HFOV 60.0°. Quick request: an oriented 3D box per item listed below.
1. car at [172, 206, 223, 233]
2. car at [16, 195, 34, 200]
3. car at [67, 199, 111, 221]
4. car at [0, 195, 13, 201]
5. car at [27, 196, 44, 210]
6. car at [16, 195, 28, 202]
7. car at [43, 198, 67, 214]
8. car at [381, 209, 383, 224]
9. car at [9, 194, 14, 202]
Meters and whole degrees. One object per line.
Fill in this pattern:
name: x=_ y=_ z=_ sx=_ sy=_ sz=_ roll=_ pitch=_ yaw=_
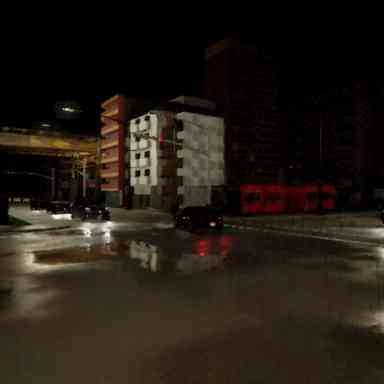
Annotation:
car: x=0.283 y=1.558 z=20.075 sx=1.812 sy=1.442 sz=4.674 roll=1 pitch=0 yaw=-21
car: x=-39.789 y=1.337 z=79.206 sx=4.536 sy=1.218 sz=1.853 roll=0 pitch=0 yaw=35
car: x=-8.330 y=1.369 z=27.211 sx=2.097 sy=1.767 sz=4.553 roll=0 pitch=0 yaw=-35
car: x=-43.338 y=1.333 z=77.091 sx=1.853 sy=1.218 sz=4.536 roll=0 pitch=0 yaw=-10
car: x=-19.824 y=1.501 z=43.627 sx=1.882 sy=1.535 sz=5.008 roll=0 pitch=0 yaw=-35
car: x=-39.746 y=1.494 z=79.177 sx=4.974 sy=1.542 sz=2.038 roll=0 pitch=0 yaw=35
car: x=-14.035 y=1.584 z=35.359 sx=1.994 sy=1.385 sz=4.181 roll=0 pitch=0 yaw=-35
car: x=15.761 y=1.367 z=23.789 sx=5.566 sy=2.045 sz=2.150 roll=1 pitch=0 yaw=-36
car: x=-43.329 y=1.491 z=77.040 sx=2.038 sy=1.542 sz=4.974 roll=0 pitch=0 yaw=-10
